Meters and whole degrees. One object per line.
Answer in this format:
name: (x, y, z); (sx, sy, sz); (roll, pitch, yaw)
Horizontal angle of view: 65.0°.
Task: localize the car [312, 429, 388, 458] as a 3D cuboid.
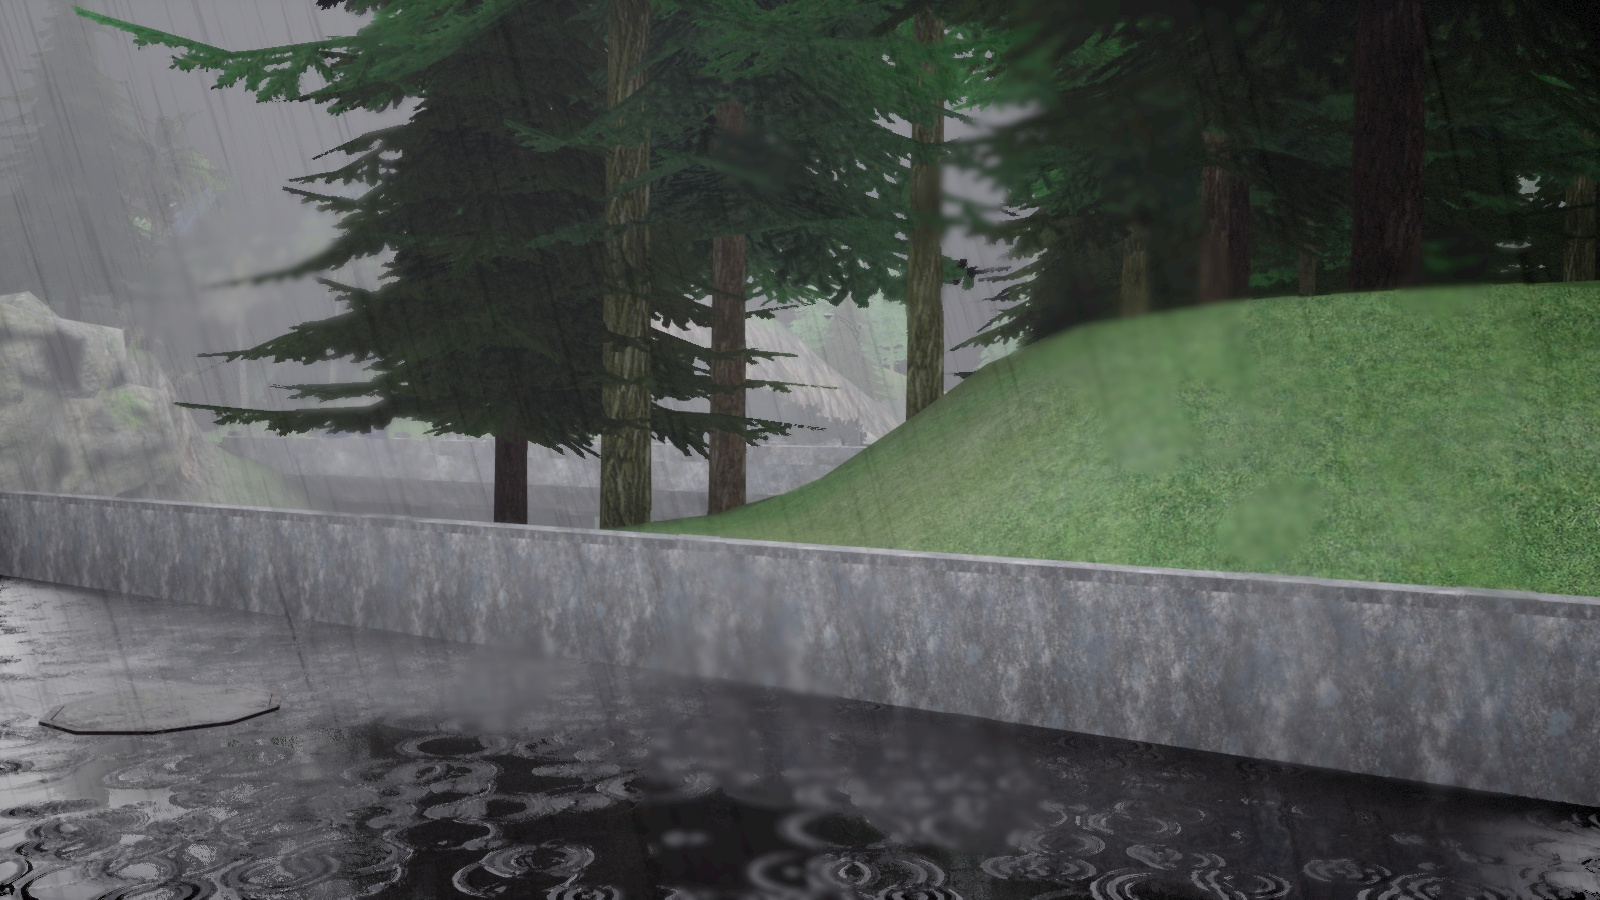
car: (-32.212, -0.484, 89.850); (5.566, 2.045, 2.150); (0, 1, 34)
